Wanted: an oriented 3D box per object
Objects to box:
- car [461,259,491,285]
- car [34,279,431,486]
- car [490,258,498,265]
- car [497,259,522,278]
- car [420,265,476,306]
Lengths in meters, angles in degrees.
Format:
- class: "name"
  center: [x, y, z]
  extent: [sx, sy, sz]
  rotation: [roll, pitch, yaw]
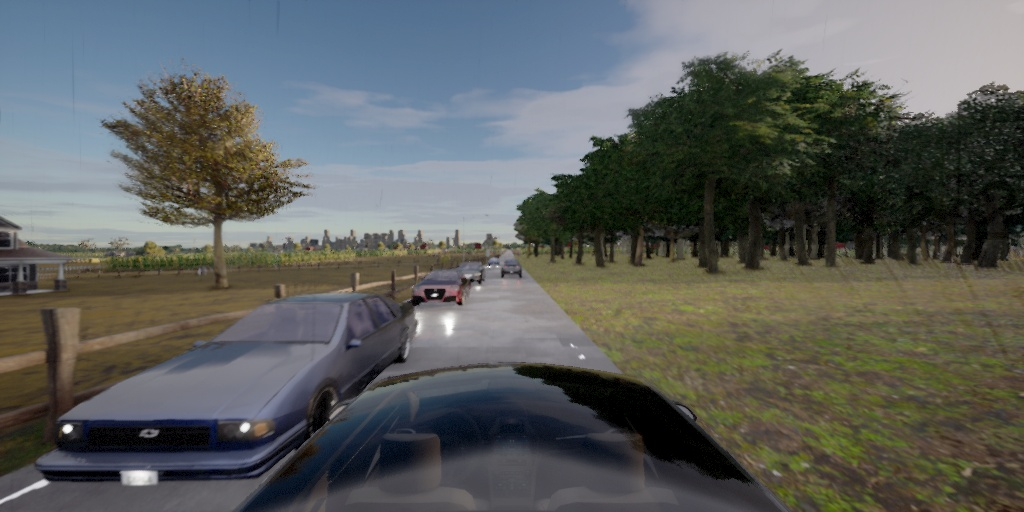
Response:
- class: "car"
  center: [-2.909, 1.169, 25.616]
  extent: [2.128, 1.511, 4.902]
  rotation: [0, 0, 0]
- class: "car"
  center: [-2.861, 1.292, 5.386]
  extent: [2.033, 1.411, 5.357]
  rotation: [0, 0, -1]
- class: "car"
  center: [-3.047, 0.986, 60.916]
  extent: [1.812, 1.442, 4.674]
  rotation: [0, 1, 0]
- class: "car"
  center: [-0.036, 1.135, 32.735]
  extent: [2.128, 1.511, 4.902]
  rotation: [0, 0, 0]
- class: "car"
  center: [-2.896, 1.276, 15.446]
  extent: [1.994, 1.385, 4.181]
  rotation: [0, 0, 0]
